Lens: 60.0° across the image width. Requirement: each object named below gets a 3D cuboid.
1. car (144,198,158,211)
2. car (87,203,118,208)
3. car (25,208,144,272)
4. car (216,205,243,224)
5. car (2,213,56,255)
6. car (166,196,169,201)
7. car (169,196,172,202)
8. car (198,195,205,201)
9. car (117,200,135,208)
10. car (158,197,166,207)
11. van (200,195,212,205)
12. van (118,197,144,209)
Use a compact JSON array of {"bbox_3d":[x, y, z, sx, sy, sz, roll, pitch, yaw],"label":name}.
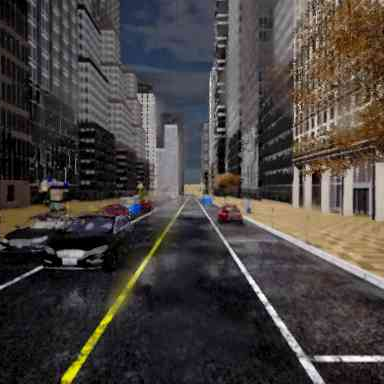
[{"bbox_3d":[-5.704,1.583,41.283,1.887,1.381,4.507,-1,0,0],"label":"car"},{"bbox_3d":[-5.703,1.537,18.614,1.752,1.417,4.829,-1,0,0],"label":"car"},{"bbox_3d":[-3.069,1.499,10.839,2.128,1.511,4.902,0,0,0],"label":"car"},{"bbox_3d":[2.678,1.600,24.409,1.802,1.307,4.206,-1,0,0],"label":"car"},{"bbox_3d":[-5.702,1.558,13.158,2.008,1.369,4.403,-1,0,0],"label":"car"},{"bbox_3d":[-5.705,1.615,58.158,2.008,1.369,4.403,-1,0,0],"label":"car"},{"bbox_3d":[-5.706,1.658,80.658,2.008,1.369,4.403,-1,0,0],"label":"car"},{"bbox_3d":[2.673,1.658,92.080,1.752,1.417,4.829,-1,0,0],"label":"car"},{"bbox_3d":[-5.703,1.563,24.408,1.887,1.381,4.507,-1,0,0],"label":"car"},{"bbox_3d":[-5.704,1.605,52.534,2.008,1.369,4.403,-1,0,0],"label":"car"},{"bbox_3d":[2.671,1.406,58.160,1.690,1.788,3.998,-1,0,0],"label":"van"},{"bbox_3d":[-5.706,1.365,30.033,1.690,1.788,3.998,-1,0,0],"label":"van"}]
